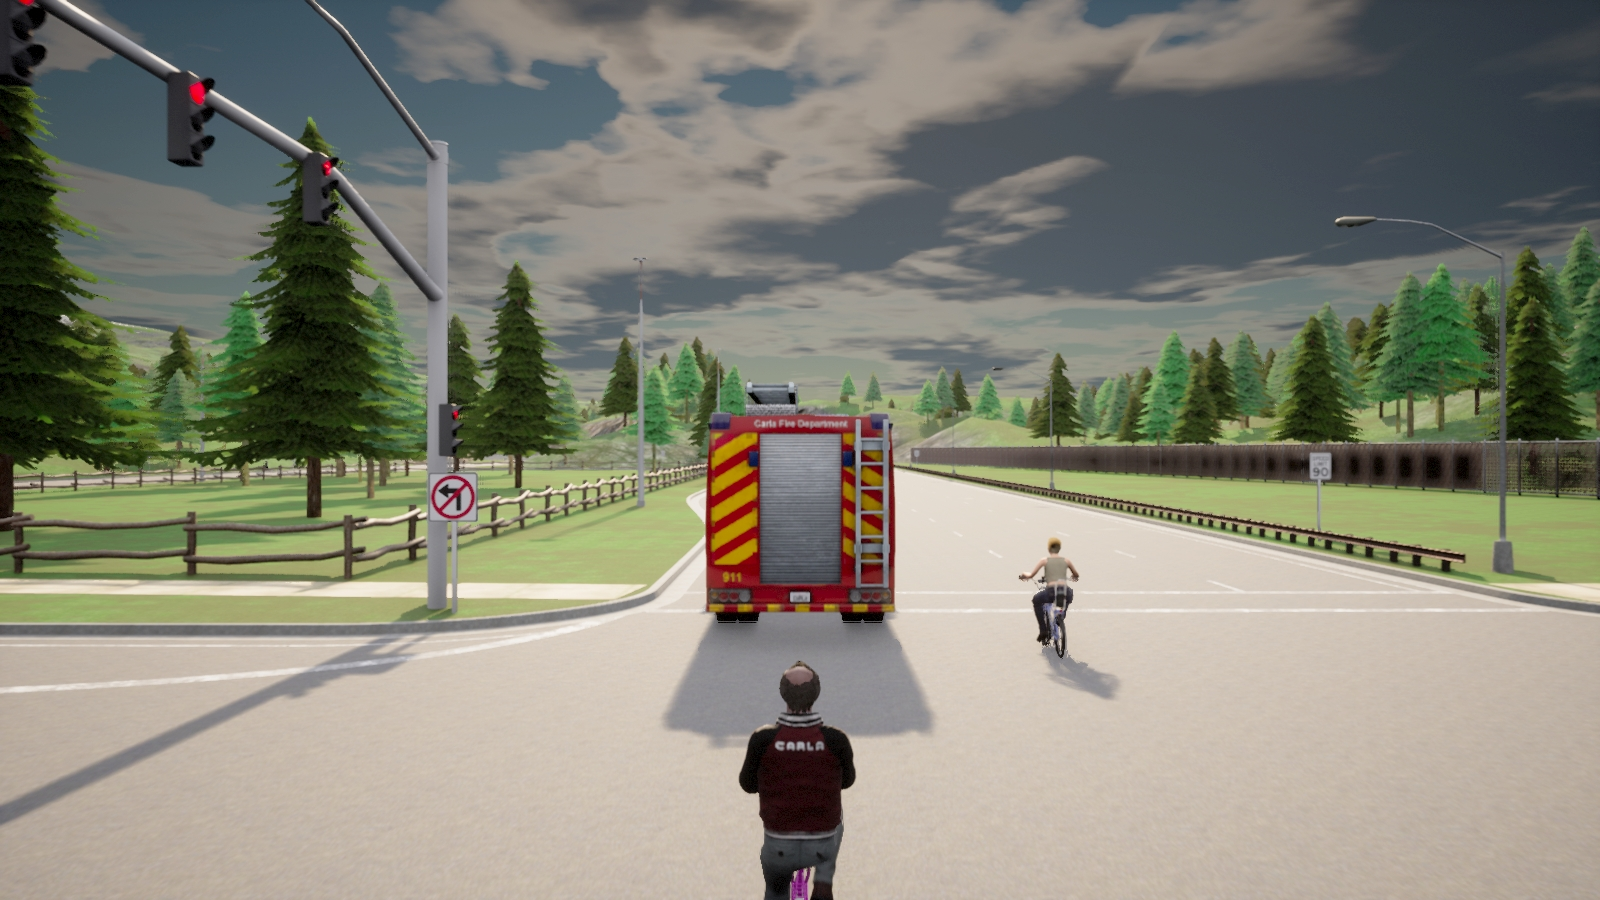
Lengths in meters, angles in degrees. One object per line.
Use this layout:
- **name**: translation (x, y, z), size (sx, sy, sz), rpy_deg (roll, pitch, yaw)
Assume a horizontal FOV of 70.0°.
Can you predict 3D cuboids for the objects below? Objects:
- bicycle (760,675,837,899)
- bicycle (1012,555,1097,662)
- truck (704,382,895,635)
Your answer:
- **bicycle**: translation (-0.007, 2.059, 5.785), size (0.329, 1.471, 1.835), rpy_deg (0, 0, 0)
- **bicycle**: translation (3.485, 2.155, 15.774), size (0.859, 1.277, 1.487), rpy_deg (0, 0, 0)
- **truck**: translation (-0.006, 0.886, 21.538), size (2.891, 3.827, 8.468), rpy_deg (0, 0, 0)
